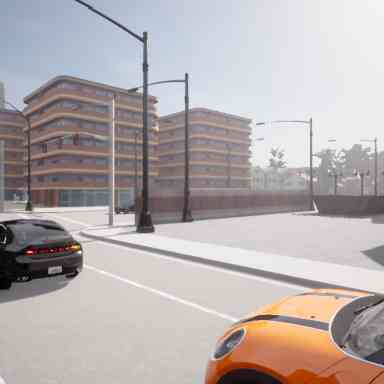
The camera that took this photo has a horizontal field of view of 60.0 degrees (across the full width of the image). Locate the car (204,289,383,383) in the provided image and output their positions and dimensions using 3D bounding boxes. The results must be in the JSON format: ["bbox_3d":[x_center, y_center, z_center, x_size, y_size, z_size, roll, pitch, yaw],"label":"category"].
[{"bbox_3d":[2.264,1.352,2.345,4.553,1.767,2.097,0,0,40],"label":"car"}]

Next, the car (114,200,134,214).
[{"bbox_3d":[-5.997,1.547,35.292,5.357,1.411,2.033,0,0,-44],"label":"car"}]

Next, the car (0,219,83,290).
[{"bbox_3d":[-4.726,1.505,9.238,1.837,1.490,4.892,0,0,-43],"label":"car"}]
